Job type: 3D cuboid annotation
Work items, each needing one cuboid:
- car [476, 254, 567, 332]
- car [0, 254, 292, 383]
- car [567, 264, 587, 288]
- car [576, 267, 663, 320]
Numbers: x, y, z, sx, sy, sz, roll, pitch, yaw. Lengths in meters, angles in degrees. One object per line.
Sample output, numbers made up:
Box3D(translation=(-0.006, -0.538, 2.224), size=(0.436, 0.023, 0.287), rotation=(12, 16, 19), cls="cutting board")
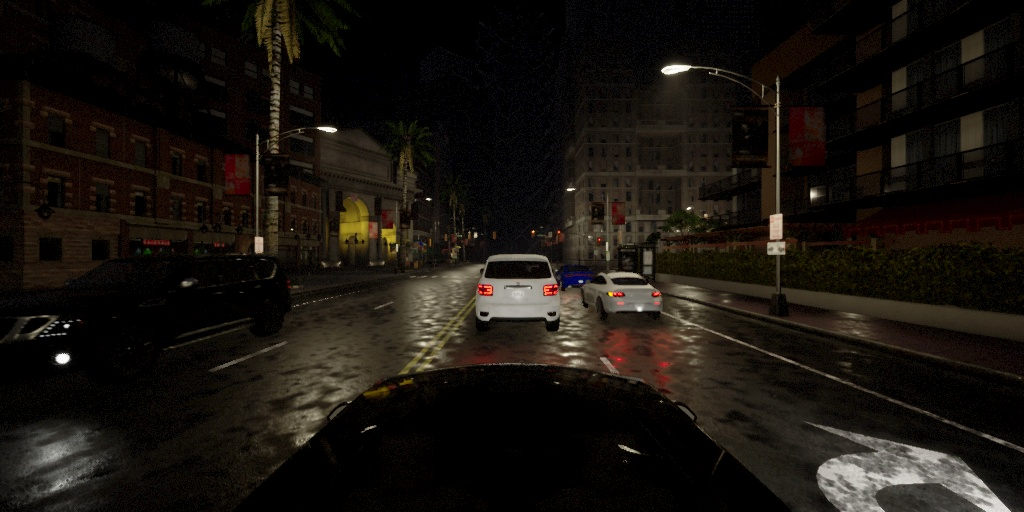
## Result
Box3D(translation=(0.157, 0.972, 11.063), size=(2.150, 2.045, 5.566), rotation=(0, 0, 0), cls="car")
Box3D(translation=(-7.063, 0.971, 7.454), size=(2.150, 2.045, 5.566), rotation=(0, 0, 1), cls="car")
Box3D(translation=(3.721, 1.228, 21.789), size=(1.882, 1.535, 5.008), rotation=(0, 0, 0), cls="car")
Box3D(translation=(3.669, 1.276, 12.575), size=(1.812, 1.442, 4.674), rotation=(0, 0, 0), cls="car")
